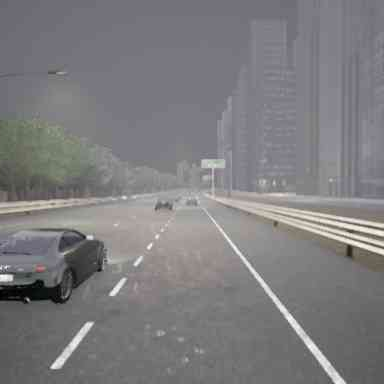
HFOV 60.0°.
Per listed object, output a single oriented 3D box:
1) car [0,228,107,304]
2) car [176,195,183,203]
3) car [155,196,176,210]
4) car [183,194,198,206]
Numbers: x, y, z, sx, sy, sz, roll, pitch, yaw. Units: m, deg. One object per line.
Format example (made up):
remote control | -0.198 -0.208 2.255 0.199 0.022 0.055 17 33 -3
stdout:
car | -3.502 1.578 8.217 1.994 1.385 4.181 0 0 0
car | -3.687 1.587 73.941 2.128 1.511 4.902 0 0 0
car | -3.591 1.410 43.851 2.097 1.767 4.553 0 0 0
car | -0.042 1.558 55.703 2.128 1.511 4.902 0 0 0
